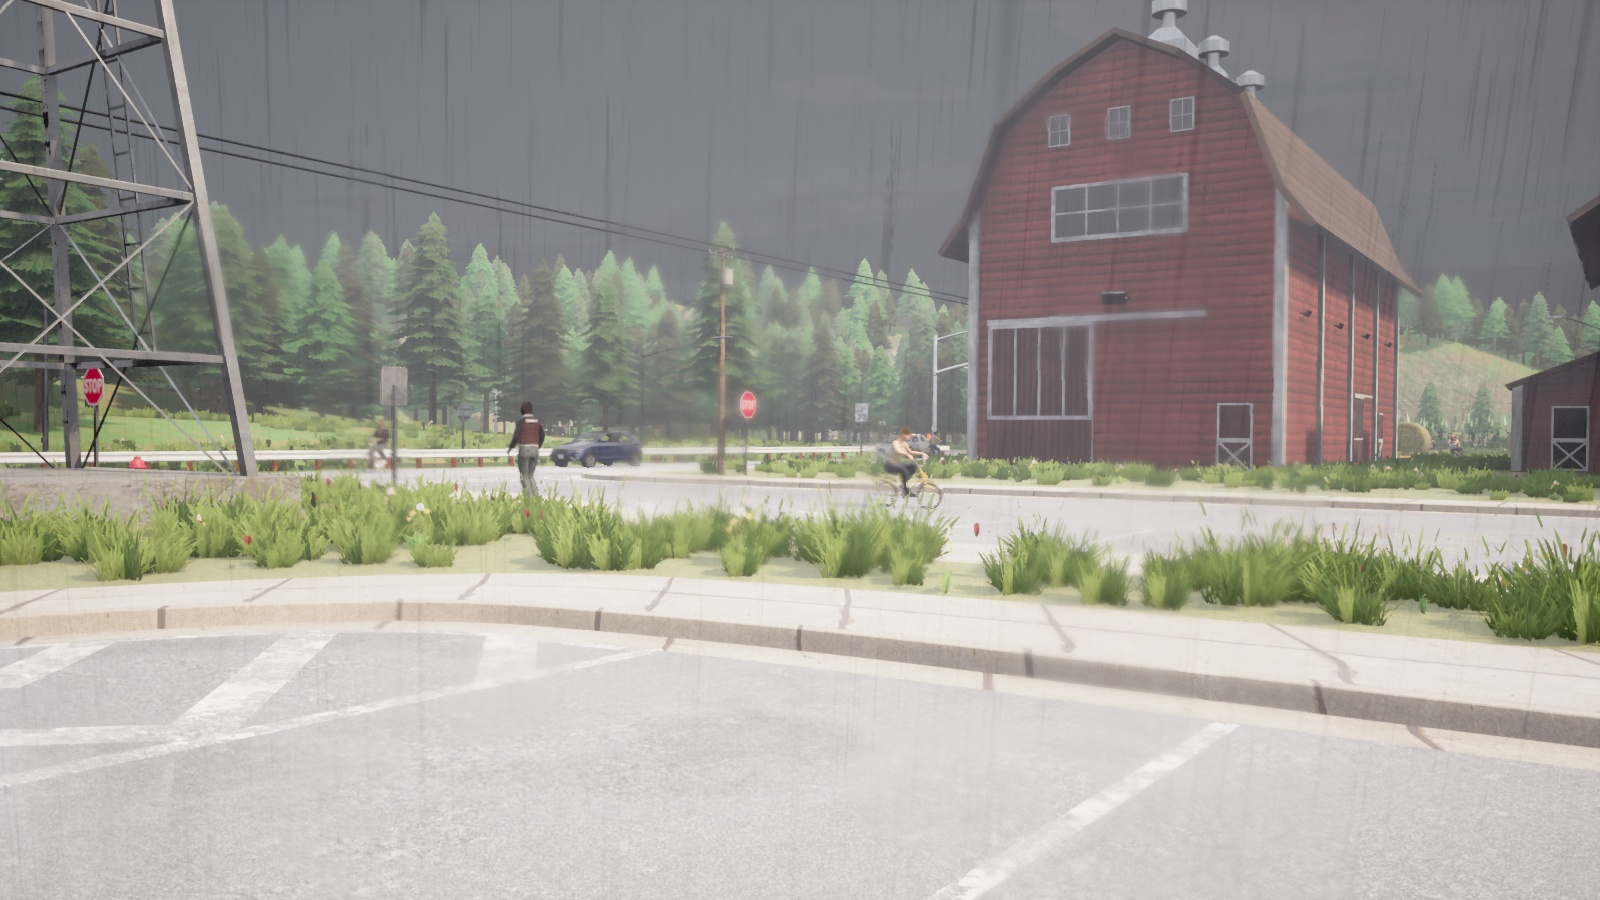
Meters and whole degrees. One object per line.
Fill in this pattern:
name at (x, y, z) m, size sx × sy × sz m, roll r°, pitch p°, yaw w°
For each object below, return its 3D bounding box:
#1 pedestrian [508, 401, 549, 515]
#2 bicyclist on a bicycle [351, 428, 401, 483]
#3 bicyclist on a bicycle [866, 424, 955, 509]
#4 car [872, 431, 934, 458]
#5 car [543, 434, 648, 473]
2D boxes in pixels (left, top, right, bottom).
pedestrian at (-4.698, 0.133, 21.713) m, size 0.402 × 1.930 × 0.666 m, roll -1°, pitch 1°, yaw -42°
bicyclist on a bicycle at (-13.939, 0.164, 41.336) m, size 0.659 × 1.776 × 1.843 m, roll 1°, pitch 1°, yaw 12°
bicyclist on a bicycle at (2.174, 0.311, 24.714) m, size 1.509 × 1.612 × 0.866 m, roll 0°, pitch 1°, yaw 33°
car at (5.960, -0.344, 72.297) m, size 1.970 × 1.475 × 3.806 m, roll 0°, pitch 1°, yaw 34°
car at (-8.293, 0.120, 51.305) m, size 1.816 × 1.474 × 4.193 m, roll 0°, pitch 1°, yaw 34°
